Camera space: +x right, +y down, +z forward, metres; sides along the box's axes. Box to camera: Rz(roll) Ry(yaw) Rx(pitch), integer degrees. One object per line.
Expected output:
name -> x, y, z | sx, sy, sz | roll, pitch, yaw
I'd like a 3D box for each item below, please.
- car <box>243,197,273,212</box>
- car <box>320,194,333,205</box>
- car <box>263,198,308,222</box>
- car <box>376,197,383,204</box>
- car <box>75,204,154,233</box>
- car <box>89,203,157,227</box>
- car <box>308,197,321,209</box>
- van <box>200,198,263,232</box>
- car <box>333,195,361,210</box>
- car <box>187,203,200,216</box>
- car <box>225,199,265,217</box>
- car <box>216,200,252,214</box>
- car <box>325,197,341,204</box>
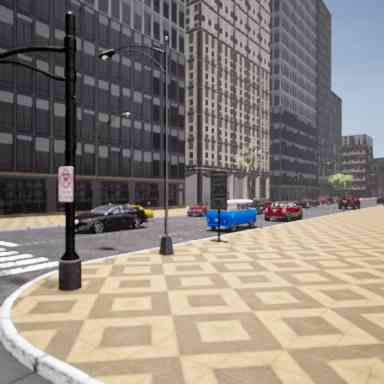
car -> 8.071, 1.481, 40.584 | 1.967, 1.590, 4.097 | 0, 0, 38
car -> 25.080, 1.390, 62.597 | 2.192, 1.841, 5.009 | 0, 0, 38
car -> 7.503, 1.478, 26.959 | 1.967, 1.590, 4.097 | 0, 0, 38
car -> 38.118, 1.663, 66.583 | 1.947, 1.339, 4.313 | 0, 0, 38
car -> -4.869, 1.516, 19.806 | 2.128, 1.511, 4.902 | 0, 0, 38
car -> -4.854, 1.550, 24.066 | 1.752, 1.417, 4.829 | 0, 0, 38
car -> 16.060, 1.661, 46.726 | 1.895, 1.301, 4.718 | 0, 0, 38
van -> 2.529, 1.373, 20.339 | 1.690, 1.788, 3.998 | 0, 0, 38
car -> 21.110, 1.373, 44.570 | 2.192, 1.841, 5.009 | 0, 0, 38
car -> 1.268, 1.613, 31.778 | 1.802, 1.307, 4.206 | 0, 0, 38
car -> 5.380, 1.540, 33.060 | 1.837, 1.490, 4.892 | 0, 0, 38
car -> 4.670, 1.580, 36.181 | 1.887, 1.381, 4.507 | 0, 0, 38
car -> 28.482, 1.633, 66.999 | 2.008, 1.369, 4.403 | 0, 0, 38
